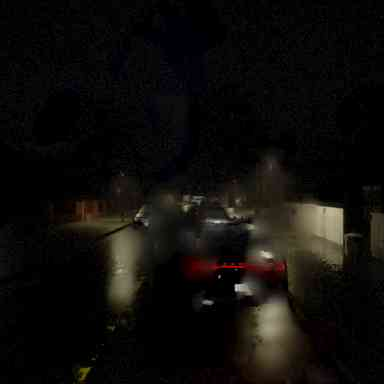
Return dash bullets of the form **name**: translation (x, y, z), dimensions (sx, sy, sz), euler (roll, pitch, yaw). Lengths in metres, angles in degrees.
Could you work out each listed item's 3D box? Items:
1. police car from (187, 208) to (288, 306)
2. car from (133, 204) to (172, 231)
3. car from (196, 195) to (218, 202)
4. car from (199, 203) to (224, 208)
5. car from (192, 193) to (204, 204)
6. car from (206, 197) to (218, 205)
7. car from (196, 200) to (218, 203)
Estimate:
- **police car**: translation (0.896, 1.427, 8.247), dimensions (1.930, 1.638, 5.238), euler (0, 0, 1)
- **car**: translation (-2.372, 1.501, 20.753), dimensions (2.128, 1.511, 4.902), euler (0, 0, 3)
- **car**: translation (2.189, 1.523, 45.906), dimensions (2.128, 1.511, 4.902), euler (0, 0, 6)
- **car**: translation (1.166, 1.533, 18.090), dimensions (1.812, 1.442, 4.674), euler (0, 0, 2)
- **car**: translation (1.307, 1.276, 62.877), dimensions (2.150, 2.045, 5.566), euler (0, 0, 7)
- **car**: translation (3.757, 1.651, 61.064), dimensions (1.895, 1.301, 4.718), euler (0, 0, 7)
- **car**: translation (1.423, 1.536, 24.059), dimensions (1.812, 1.442, 4.674), euler (0, 0, 3)
